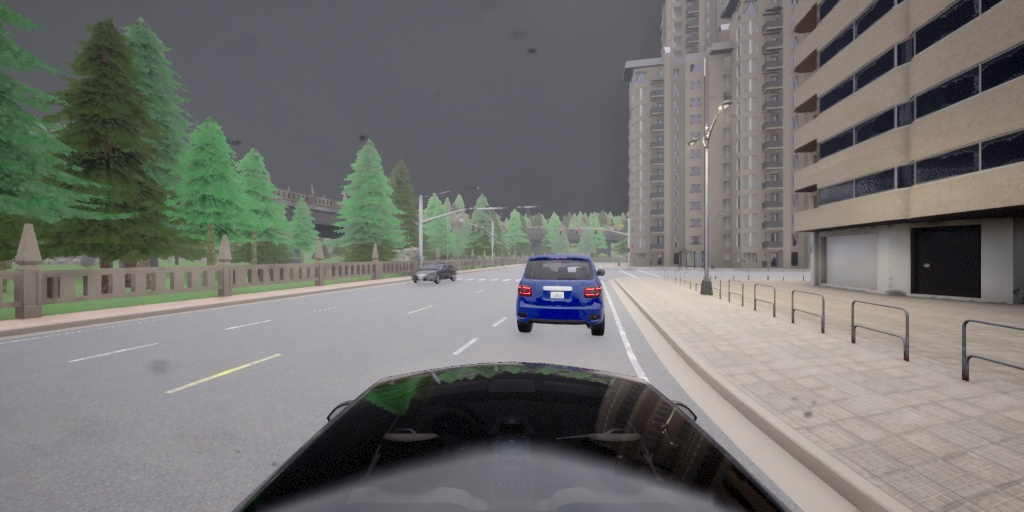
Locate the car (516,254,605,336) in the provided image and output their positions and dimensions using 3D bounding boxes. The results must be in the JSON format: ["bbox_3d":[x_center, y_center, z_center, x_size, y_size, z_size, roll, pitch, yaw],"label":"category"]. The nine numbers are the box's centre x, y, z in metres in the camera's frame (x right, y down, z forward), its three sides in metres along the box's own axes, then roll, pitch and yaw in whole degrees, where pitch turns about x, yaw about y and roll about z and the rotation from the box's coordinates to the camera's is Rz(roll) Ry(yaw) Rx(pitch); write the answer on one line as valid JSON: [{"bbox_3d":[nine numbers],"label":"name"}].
[{"bbox_3d":[1.558,0.974,10.689,2.150,2.045,5.566,0,0,12],"label":"car"}]

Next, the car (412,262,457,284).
[{"bbox_3d":[-5.716,1.248,26.987,2.128,1.511,4.902,0,0,13],"label":"car"}]
